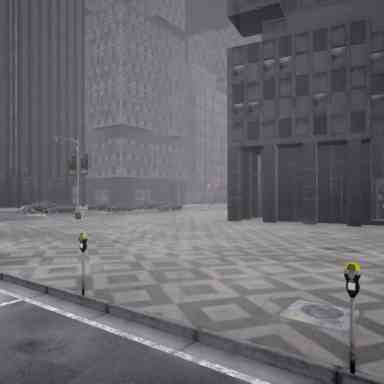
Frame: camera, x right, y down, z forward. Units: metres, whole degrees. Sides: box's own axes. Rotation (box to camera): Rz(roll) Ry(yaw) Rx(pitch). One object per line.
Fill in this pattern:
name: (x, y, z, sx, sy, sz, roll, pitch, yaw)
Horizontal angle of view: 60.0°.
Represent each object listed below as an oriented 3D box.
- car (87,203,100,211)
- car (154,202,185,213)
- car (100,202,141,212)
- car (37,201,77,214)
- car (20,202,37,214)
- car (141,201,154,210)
car: (-13.780, 2.283, 51.335, 1.895, 1.301, 4.718, 0, -1, 36)
car: (-2.989, 2.253, 49.326, 1.837, 1.490, 4.892, 0, -2, 36)
car: (-10.696, 2.237, 50.060, 2.033, 1.411, 5.357, 0, -1, 36)
car: (-16.659, 2.059, 41.763, 1.994, 1.385, 4.181, 0, -1, 35)
car: (-19.644, 1.983, 43.158, 2.128, 1.511, 4.902, 0, -1, 36)
car: (-7.769, 2.356, 59.644, 1.882, 1.535, 5.008, 0, -1, 36)
